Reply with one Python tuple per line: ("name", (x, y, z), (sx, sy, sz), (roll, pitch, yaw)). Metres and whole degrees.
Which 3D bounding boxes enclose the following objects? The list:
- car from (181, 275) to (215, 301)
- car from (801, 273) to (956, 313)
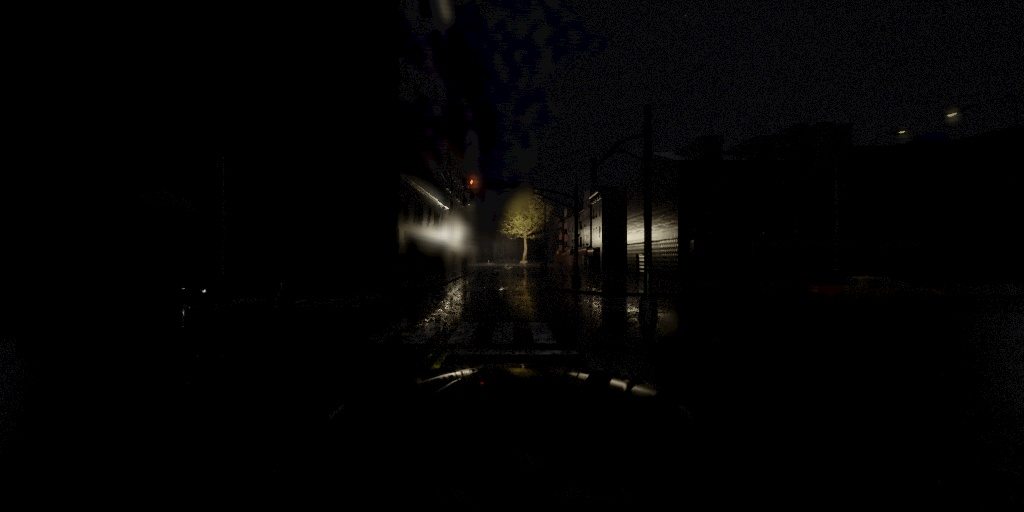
("car", (-14.950, 1.171, 14.591), (4.892, 1.490, 1.837), (0, 0, 0))
("car", (13.901, 1.346, 13.713), (4.829, 1.417, 1.751), (0, 0, 0))
